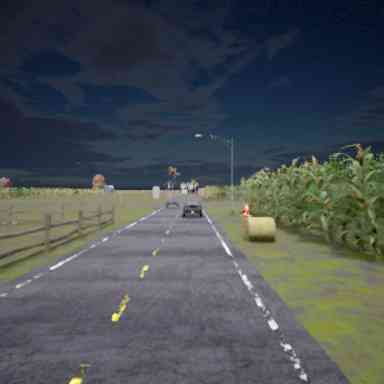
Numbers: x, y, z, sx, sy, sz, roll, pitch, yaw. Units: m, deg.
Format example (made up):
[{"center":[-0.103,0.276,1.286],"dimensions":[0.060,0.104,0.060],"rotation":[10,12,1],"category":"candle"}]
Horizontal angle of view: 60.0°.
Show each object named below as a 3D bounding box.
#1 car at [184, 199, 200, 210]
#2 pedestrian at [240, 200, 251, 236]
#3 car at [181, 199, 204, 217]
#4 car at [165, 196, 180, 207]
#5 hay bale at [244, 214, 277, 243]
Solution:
[{"center":[0.038,1.607,43.808],"dimensions":[1.895,1.301,4.718],"rotation":[0,0,1],"category":"car"},{"center":[2.717,1.300,16.433],"dimensions":[0.375,1.860,0.375],"rotation":[-1,1,-5],"category":"pedestrian"},{"center":[0.071,1.514,31.438],"dimensions":[1.837,1.490,4.892],"rotation":[0,0,1],"category":"car"},{"center":[-2.744,1.311,47.819],"dimensions":[1.837,1.490,4.892],"rotation":[0,0,0],"category":"car"},{"center":[3.133,1.662,15.349],"dimensions":[1.220,1.180,1.240],"rotation":[1,1,0],"category":"hay bale"}]
